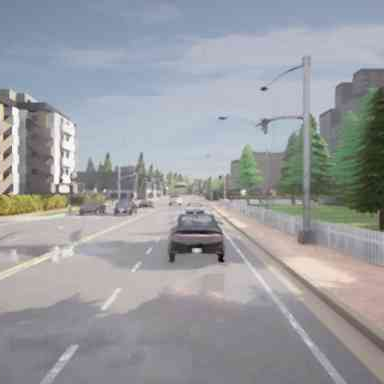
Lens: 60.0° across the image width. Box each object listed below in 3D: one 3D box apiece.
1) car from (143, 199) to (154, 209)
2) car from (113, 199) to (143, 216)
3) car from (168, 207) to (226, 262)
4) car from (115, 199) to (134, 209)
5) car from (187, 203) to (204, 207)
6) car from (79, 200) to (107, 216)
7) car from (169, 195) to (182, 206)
[{"bbox_3d":[-6.796,1.772,49.754,1.994,1.385,4.181,0,0,1],"label":"car"},{"bbox_3d":[-6.901,1.635,35.000,2.128,1.511,4.902,0,0,0],"label":"car"},{"bbox_3d":[0.160,1.545,12.374,2.128,1.511,4.902,0,0,0],"label":"car"},{"bbox_3d":[-10.281,1.774,51.118,1.994,1.385,4.181,0,0,1],"label":"car"},{"bbox_3d":[0.289,1.747,34.252,1.895,1.301,4.718,0,0,0],"label":"car"},{"bbox_3d":[-10.398,1.644,35.060,1.837,1.490,4.892,0,1,1],"label":"car"},{"bbox_3d":[-3.148,1.486,62.653,2.150,2.045,5.566,0,0,0],"label":"car"}]
